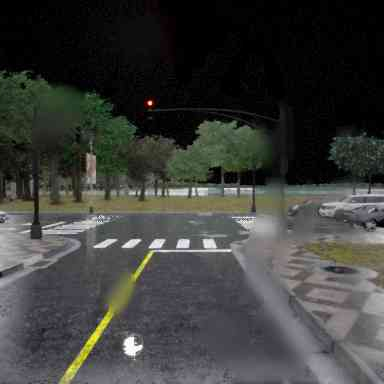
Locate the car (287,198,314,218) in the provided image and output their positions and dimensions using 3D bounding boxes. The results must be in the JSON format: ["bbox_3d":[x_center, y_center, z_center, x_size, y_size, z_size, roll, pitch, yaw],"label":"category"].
[{"bbox_3d":[10.888,1.327,29.588,4.553,1.767,2.097,0,0,0],"label":"car"}]

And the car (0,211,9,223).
[{"bbox_3d":[-15.188,1.522,23.007,4.674,1.442,1.812,0,0,2],"label":"car"}]

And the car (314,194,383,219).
[{"bbox_3d":[13.072,1.212,26.325,5.566,2.045,2.150,0,0,0],"label":"car"}]

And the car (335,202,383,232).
[{"bbox_3d":[11.530,1.514,19.735,4.902,1.511,2.128,0,0,0],"label":"car"}]
